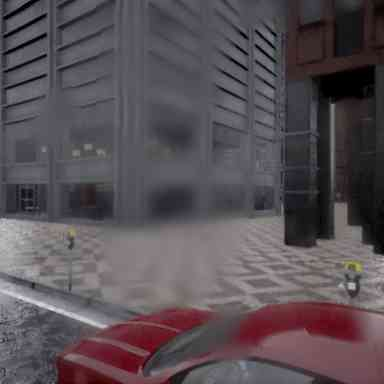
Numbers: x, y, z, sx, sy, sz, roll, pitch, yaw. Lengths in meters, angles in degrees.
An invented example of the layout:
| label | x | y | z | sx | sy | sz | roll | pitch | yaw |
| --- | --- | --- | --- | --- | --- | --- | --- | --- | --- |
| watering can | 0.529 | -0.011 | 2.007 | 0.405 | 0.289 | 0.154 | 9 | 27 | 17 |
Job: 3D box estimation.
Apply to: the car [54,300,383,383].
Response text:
| label | x | y | z | sx | sy | sz | roll | pitch | yaw |
| --- | --- | --- | --- | --- | --- | --- | --- | --- | --- |
| car | 0.803 | 1.543 | 2.387 | 4.507 | 1.381 | 1.887 | 0 | 0 | 35 |
